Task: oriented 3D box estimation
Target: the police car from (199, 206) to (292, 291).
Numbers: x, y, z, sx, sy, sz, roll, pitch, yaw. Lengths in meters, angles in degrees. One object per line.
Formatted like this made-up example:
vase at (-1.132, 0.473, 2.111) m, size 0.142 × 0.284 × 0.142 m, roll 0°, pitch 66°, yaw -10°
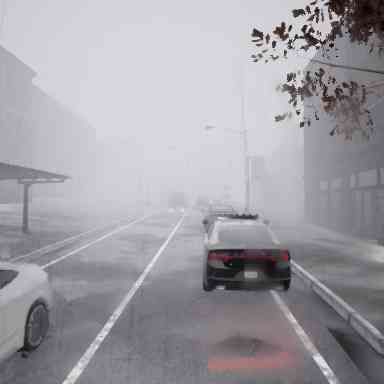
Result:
police car at (1.245, 1.412, 9.108) m, size 1.930 × 1.638 × 5.238 m, roll 0°, pitch 0°, yaw 2°

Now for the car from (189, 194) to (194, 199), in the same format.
car at (-0.521, 1.285, 88.106) m, size 1.895 × 1.301 × 4.718 m, roll 0°, pitch 0°, yaw 2°

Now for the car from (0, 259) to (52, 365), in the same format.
car at (-3.130, 1.527, 3.482) m, size 1.812 × 1.442 × 4.674 m, roll 0°, pitch 0°, yaw 2°

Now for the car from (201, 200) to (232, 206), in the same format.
car at (1.604, 1.437, 19.001) m, size 1.837 × 1.490 × 4.892 m, roll 0°, pitch 0°, yaw 2°

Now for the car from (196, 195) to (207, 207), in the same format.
car at (1.569, 1.392, 45.902) m, size 1.895 × 1.301 × 4.718 m, roll 0°, pitch 0°, yaw 2°

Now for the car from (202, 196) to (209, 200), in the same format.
car at (1.826, 1.348, 25.193) m, size 1.801 × 1.575 × 5.366 m, roll 0°, pitch 0°, yaw 2°

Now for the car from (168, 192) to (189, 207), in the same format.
car at (-1.954, 1.015, 45.815) m, size 2.150 × 2.045 × 5.566 m, roll 0°, pitch 0°, yaw 2°
